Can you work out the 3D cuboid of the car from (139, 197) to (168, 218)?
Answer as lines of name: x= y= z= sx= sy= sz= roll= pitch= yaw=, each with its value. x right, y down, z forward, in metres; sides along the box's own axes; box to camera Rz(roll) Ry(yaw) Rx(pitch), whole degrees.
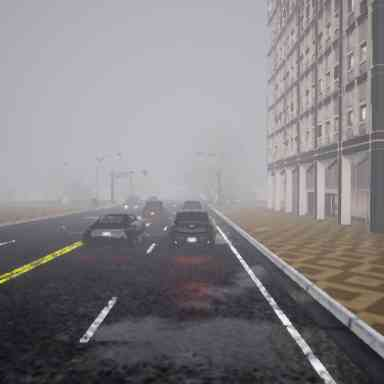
car: x=-3.250 y=1.498 z=29.654 sx=1.837 sy=1.490 sz=4.892 roll=0 pitch=0 yaw=0

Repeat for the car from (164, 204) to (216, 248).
car: x=0.000 y=1.509 z=14.652 sx=1.837 sy=1.490 sz=4.892 roll=0 pitch=0 yaw=0

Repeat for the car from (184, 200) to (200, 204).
car: x=0.000 y=1.498 z=29.654 sx=1.837 sy=1.490 sz=4.892 roll=0 pitch=0 yaw=0

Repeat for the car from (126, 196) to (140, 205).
car: x=-9.750 y=1.458 z=55.657 sx=1.882 sy=1.535 sz=5.008 roll=0 pitch=0 yaw=0

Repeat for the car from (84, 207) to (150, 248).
car: x=-3.250 y=1.565 z=14.653 sx=1.994 sy=1.385 sz=4.181 roll=0 pitch=0 yaw=0
